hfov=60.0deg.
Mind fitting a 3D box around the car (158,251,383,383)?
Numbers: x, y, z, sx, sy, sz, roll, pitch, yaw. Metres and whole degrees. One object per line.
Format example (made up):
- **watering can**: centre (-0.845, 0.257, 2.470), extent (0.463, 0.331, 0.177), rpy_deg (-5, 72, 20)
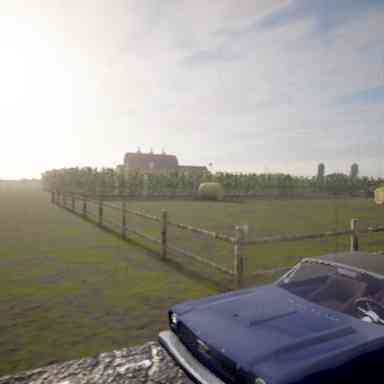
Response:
- **car**: centre (2.021, 1.542, 4.182), extent (4.718, 1.301, 1.895), rpy_deg (0, 1, -30)
